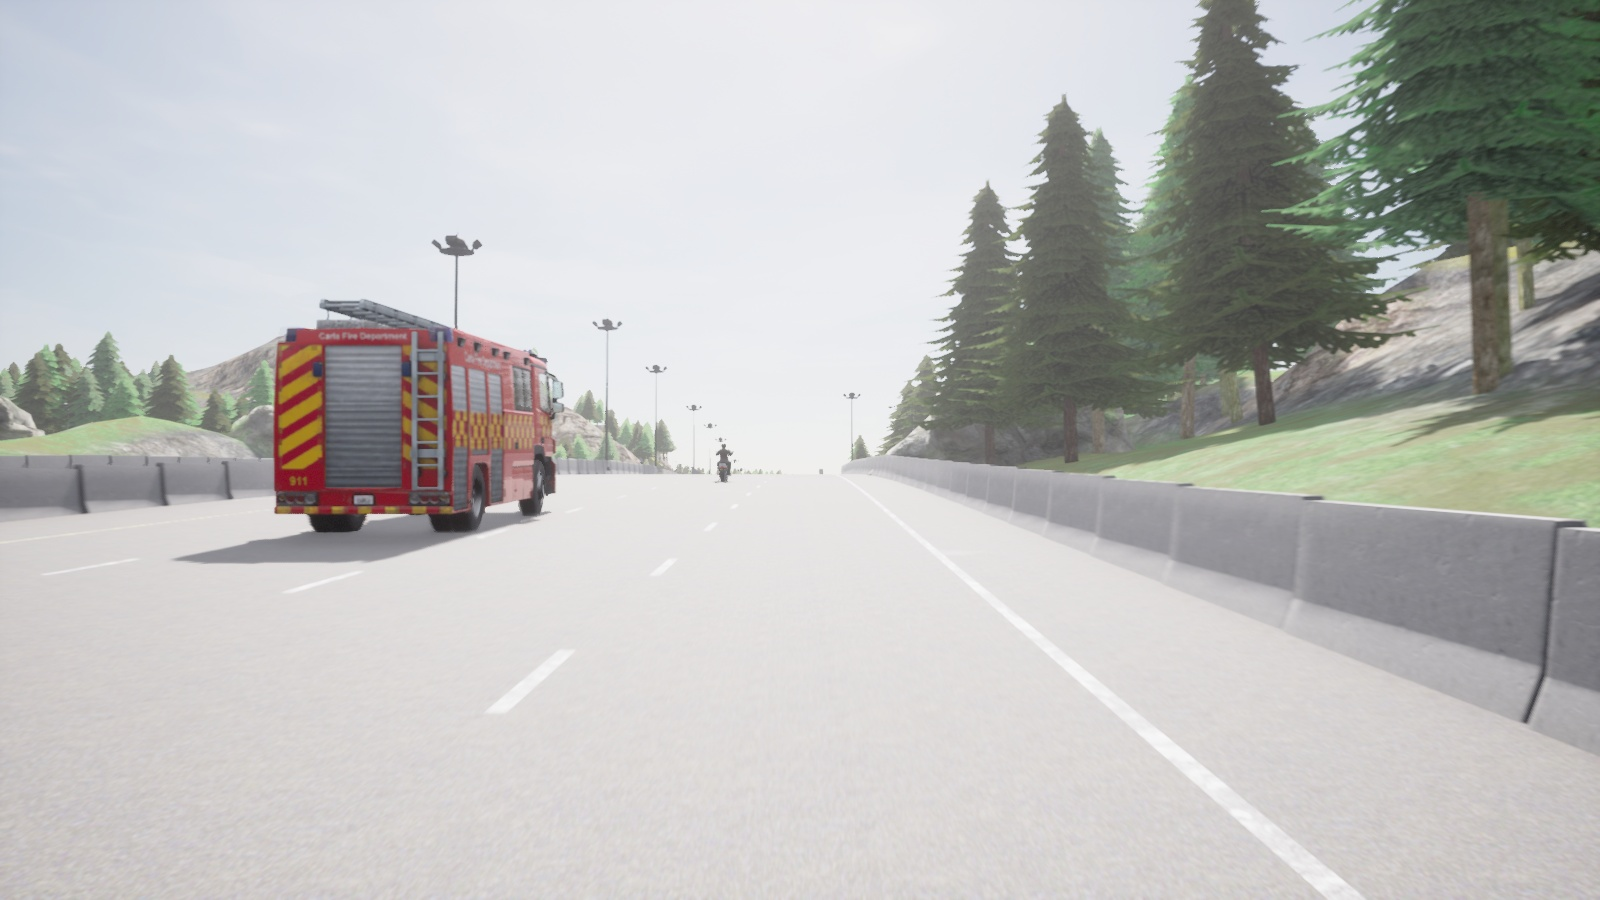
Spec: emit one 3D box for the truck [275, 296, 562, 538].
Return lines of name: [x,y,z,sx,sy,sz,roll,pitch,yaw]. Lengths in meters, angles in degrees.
truck: [-6.846,-0.541,24.113,2.891,3.827,8.468,0,0,0]

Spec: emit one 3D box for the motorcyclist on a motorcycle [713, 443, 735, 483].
motorcyclist on a motorcycle: [-3.184,0.529,52.805,0.766,1.649,2.350,0,0,0]
